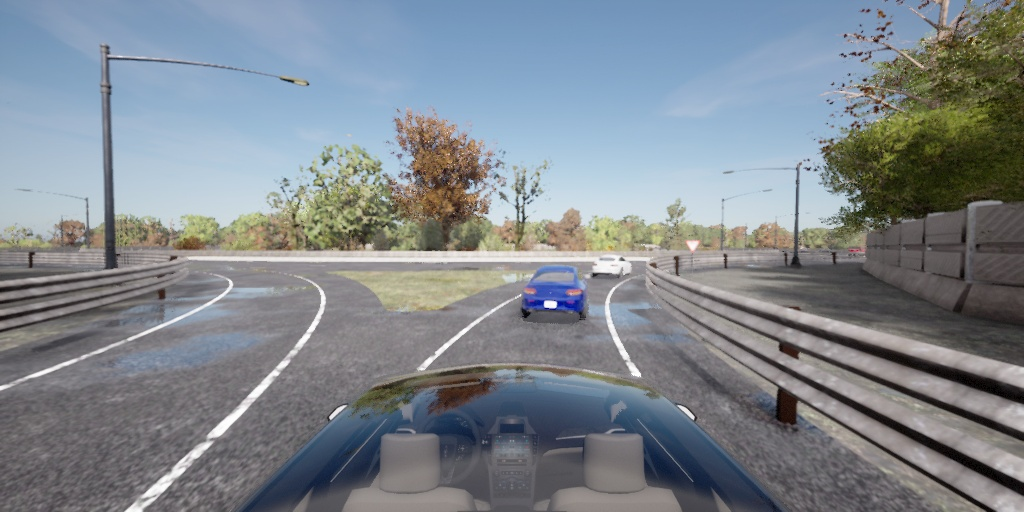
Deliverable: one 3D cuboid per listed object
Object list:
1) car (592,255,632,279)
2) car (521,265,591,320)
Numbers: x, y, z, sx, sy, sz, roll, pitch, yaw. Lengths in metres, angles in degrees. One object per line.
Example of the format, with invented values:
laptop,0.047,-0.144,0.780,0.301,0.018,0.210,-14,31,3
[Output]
car,6.748,0.655,24.068,1.812,1.442,4.674,1,2,30
car,1.475,1.002,11.386,1.812,1.442,4.674,0,2,12
